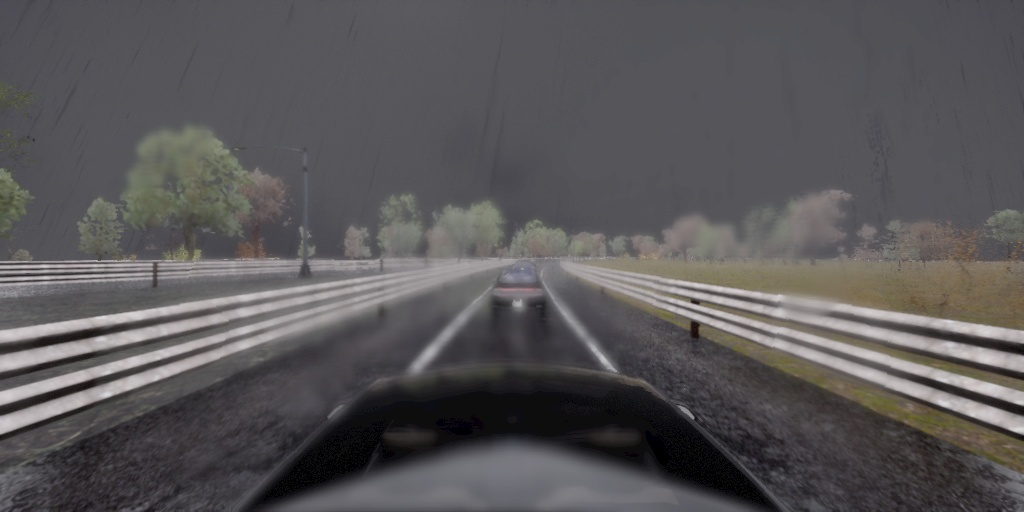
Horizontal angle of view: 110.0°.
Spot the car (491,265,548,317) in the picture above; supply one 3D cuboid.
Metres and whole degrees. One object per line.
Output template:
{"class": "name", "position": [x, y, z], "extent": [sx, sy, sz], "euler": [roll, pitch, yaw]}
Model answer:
{"class": "car", "position": [0.304, 1.281, 13.339], "extent": [2.128, 1.511, 4.902], "euler": [0, 0, 2]}

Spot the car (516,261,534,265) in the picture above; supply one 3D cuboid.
{"class": "car", "position": [1.180, 1.198, 31.174], "extent": [2.097, 1.767, 4.553], "euler": [0, 0, 4]}
